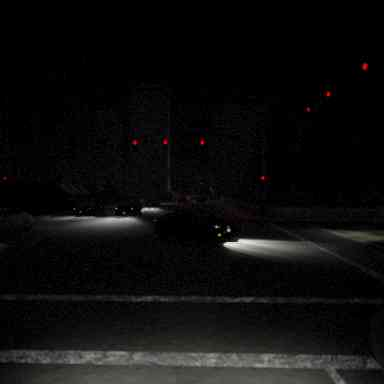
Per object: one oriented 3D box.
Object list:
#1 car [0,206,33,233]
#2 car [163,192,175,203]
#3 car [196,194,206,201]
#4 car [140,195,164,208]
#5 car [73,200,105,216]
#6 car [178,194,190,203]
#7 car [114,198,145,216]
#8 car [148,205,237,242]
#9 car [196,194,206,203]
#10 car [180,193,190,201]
[{"bbox_3d":[-10.250,1.512,17.612,1.812,1.442,4.674,0,0,3],"label":"car"},{"bbox_3d":[-5.144,1.192,69.151,2.150,2.045,5.566,0,0,1],"label":"car"},{"bbox_3d":[1.995,1.297,74.586,2.128,1.511,4.902,0,0,1],"label":"car"},{"bbox_3d":[-5.759,1.455,48.522,2.128,1.511,4.902,0,0,1],"label":"car"},{"bbox_3d":[-9.788,1.502,32.035,1.812,1.442,4.674,0,0,5],"label":"car"},{"bbox_3d":[-1.720,1.515,66.083,1.994,1.385,4.181,0,0,1],"label":"car"},{"bbox_3d":[-6.136,1.577,32.328,1.895,1.301,4.718,0,0,0],"label":"car"},{"bbox_3d":[0.064,1.552,16.301,4.181,1.385,1.994,0,0,37],"label":"car"},{"bbox_3d":[1.763,1.457,65.369,1.837,1.490,4.892,0,0,1],"label":"car"},{"bbox_3d":[-1.505,1.127,74.644,2.097,1.767,4.553,0,0,1],"label":"car"}]
